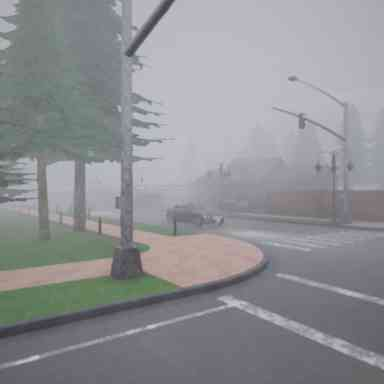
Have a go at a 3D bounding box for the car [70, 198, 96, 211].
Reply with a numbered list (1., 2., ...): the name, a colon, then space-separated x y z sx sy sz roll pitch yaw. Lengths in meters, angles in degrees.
1. car: -12.950 1.464 39.340 2.128 1.511 4.902 0 0 -37

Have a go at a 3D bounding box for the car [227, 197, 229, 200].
1. car: 4.685 1.136 36.777 3.866 1.878 1.905 0 0 -37

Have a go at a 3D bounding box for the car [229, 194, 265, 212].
1. car: 6.507 1.133 35.000 4.605 1.855 1.932 0 0 -37

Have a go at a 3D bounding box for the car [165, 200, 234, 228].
1. car: 0.108 1.464 21.954 2.128 1.511 4.902 0 0 -37
